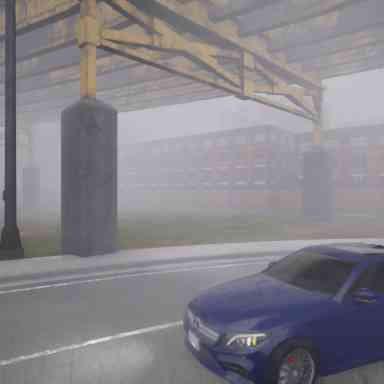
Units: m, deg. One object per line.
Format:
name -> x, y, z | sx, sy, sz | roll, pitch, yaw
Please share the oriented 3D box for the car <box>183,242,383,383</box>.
car -> 2.184, 1.526, 4.868 | 4.674, 1.442, 1.812 | 0, 0, -22
